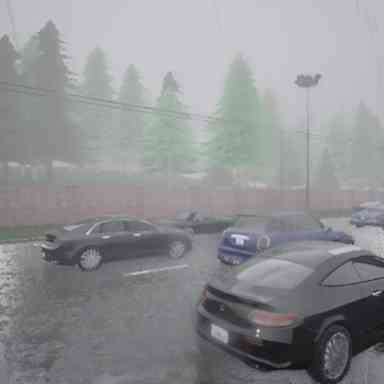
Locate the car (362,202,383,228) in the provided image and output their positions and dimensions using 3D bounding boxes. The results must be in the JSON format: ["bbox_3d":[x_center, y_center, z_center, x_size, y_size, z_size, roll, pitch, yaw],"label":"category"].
[{"bbox_3d":[12.079,1.586,20.969,5.357,1.411,2.033,0,0,-35],"label":"car"}]

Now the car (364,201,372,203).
[{"bbox_3d":[15.305,1.527,27.567,5.008,1.535,1.882,0,0,-35],"label":"car"}]

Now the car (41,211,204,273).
[{"bbox_3d":[-2.204,1.514,10.792,4.892,1.490,1.837,0,0,-35],"label":"car"}]

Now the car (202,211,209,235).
[{"bbox_3d":[0.403,1.619,16.937,4.718,1.301,1.895,0,0,-35],"label":"car"}]

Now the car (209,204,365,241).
[{"bbox_3d":[3.023,1.366,10.212,4.553,1.767,2.097,0,0,-35],"label":"car"}]

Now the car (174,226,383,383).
[{"bbox_3d":[2.210,1.534,5.343,4.674,1.442,1.812,0,0,-35],"label":"car"}]
